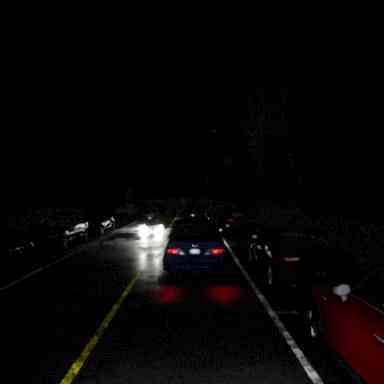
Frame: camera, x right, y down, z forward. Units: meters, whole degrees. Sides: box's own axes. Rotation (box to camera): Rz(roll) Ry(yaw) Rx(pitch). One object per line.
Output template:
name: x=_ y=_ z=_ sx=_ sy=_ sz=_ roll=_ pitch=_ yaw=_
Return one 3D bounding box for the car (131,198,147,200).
car: x=-5.852 y=1.556 z=36.423 sx=2.192 sy=1.841 sz=5.009 roll=0 pitch=0 yaw=0

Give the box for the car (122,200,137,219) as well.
car: x=-5.853 y=1.721 z=30.792 sx=1.752 sy=1.417 sz=4.829 roll=0 pitch=0 yaw=0

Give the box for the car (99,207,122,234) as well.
car: x=-5.852 y=1.682 z=20.044 sx=1.947 sy=1.339 sz=4.313 roll=1 pitch=0 yaw=0

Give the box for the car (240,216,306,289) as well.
car: x=2.674 y=1.593 z=9.122 sx=1.887 sy=1.381 sz=4.507 roll=1 pitch=0 yaw=0

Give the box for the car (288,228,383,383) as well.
car: x=2.676 y=1.459 z=3.663 sx=1.967 sy=1.590 sz=4.097 roll=1 pitch=0 yaw=0

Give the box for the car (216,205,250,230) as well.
car: x=2.672 y=1.698 z=20.041 sx=1.802 sy=1.307 sz=4.206 roll=0 pitch=0 yaw=0

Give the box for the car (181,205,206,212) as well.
car: x=0.081 y=1.706 z=26.078 sx=2.033 sy=1.411 sz=5.357 roll=0 pitch=0 yaw=0

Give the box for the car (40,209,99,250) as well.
car: x=-5.851 y=1.631 z=14.585 sx=2.008 sy=1.369 sz=4.403 roll=1 pitch=0 yaw=0

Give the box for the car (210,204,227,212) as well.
car: x=2.671 y=1.741 z=30.960 sx=1.887 sy=1.381 sz=4.507 roll=0 pitch=0 yaw=0

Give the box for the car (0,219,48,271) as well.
car: x=-5.851 y=1.630 z=9.125 sx=1.802 sy=1.307 sz=4.206 roll=1 pitch=0 yaw=0

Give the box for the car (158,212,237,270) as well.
car: x=0.084 y=1.607 z=11.141 sx=2.033 sy=1.411 sz=5.357 roll=0 pitch=0 yaw=0

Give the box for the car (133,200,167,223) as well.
car: x=-3.096 y=1.656 z=26.871 sx=2.128 sy=1.511 sz=4.902 roll=0 pitch=0 yaw=0
